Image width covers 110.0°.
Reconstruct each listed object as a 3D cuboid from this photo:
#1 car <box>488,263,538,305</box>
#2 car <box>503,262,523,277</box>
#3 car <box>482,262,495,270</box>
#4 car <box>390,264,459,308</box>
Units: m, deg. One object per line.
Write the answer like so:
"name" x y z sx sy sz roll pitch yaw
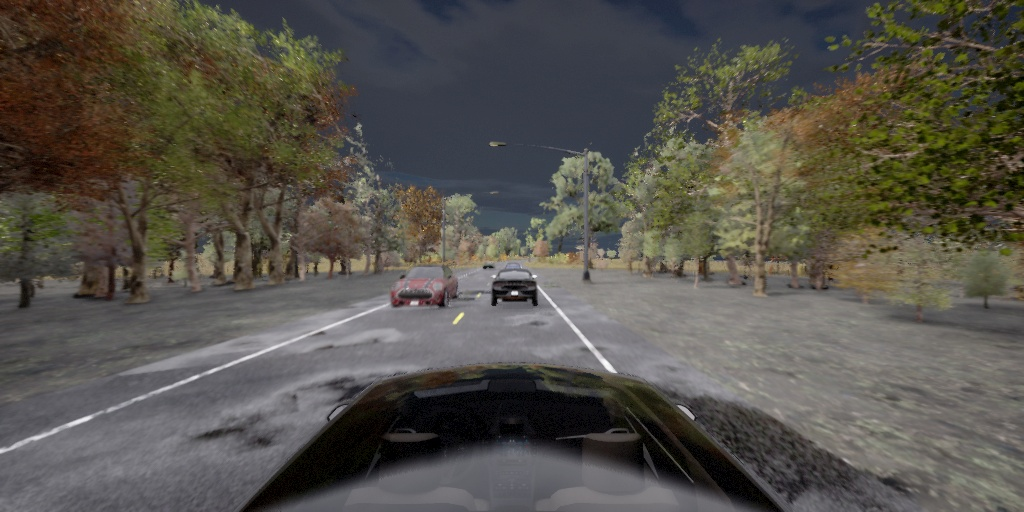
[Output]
"car" 0.107 1.283 16.307 1.882 1.535 5.008 0 0 0
"car" 0.118 1.442 39.755 2.033 1.411 5.357 0 0 0
"car" -3.511 1.557 55.841 1.895 1.301 4.718 0 0 1
"car" -3.588 1.154 15.455 2.097 1.767 4.553 0 0 0
